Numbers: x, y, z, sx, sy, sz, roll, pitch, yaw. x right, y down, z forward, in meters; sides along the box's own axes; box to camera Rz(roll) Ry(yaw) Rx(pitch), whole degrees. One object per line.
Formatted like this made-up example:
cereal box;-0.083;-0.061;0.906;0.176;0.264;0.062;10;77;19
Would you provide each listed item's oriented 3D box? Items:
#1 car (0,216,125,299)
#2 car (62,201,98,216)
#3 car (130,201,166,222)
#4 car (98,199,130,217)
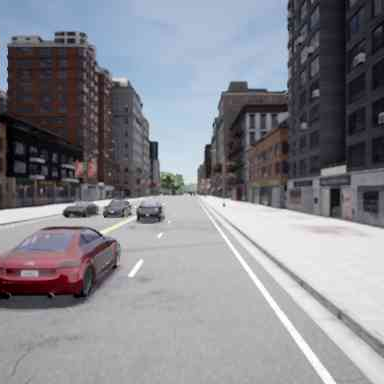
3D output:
car;-3.157;1.551;8.476;1.994;1.385;4.181;0;0;0
car;-9.814;1.492;29.892;2.033;1.411;5.357;0;0;1
car;-3.170;1.443;26.217;2.128;1.511;4.902;0;0;0
car;-6.566;1.450;29.707;1.837;1.490;4.892;0;0;0
